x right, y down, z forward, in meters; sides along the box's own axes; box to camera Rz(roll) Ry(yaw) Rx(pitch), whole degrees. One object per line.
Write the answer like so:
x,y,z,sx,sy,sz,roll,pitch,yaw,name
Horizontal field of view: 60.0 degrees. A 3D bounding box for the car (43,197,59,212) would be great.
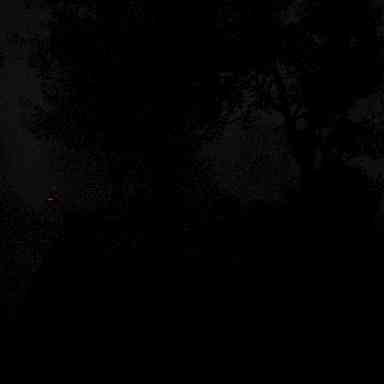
-18.646,1.835,44.087,2.033,1.411,5.357,-1,1,-22,car
